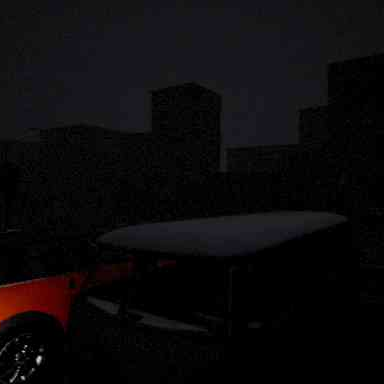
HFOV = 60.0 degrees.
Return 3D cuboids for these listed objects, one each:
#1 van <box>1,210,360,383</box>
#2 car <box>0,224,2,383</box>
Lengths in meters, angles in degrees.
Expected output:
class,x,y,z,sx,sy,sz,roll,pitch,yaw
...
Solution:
class,x,y,z,sx,sy,sz,roll,pitch,yaw
van,0.612,1.255,3.811,1.878,1.987,4.442,0,0,36
car,-1.811,1.358,5.645,2.185,1.767,4.553,0,0,36
